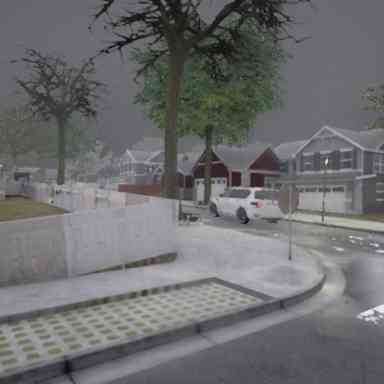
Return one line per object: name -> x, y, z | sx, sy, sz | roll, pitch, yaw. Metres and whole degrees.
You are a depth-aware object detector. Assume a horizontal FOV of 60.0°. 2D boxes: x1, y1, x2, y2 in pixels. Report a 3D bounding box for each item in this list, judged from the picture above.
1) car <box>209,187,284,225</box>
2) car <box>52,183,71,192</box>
car -> 3.020, 0.728, 19.401 | 2.150, 2.045, 5.566 | 2, 2, -23
car -> -18.363, -0.510, 46.863 | 2.128, 1.511, 4.902 | 1, 2, -35
